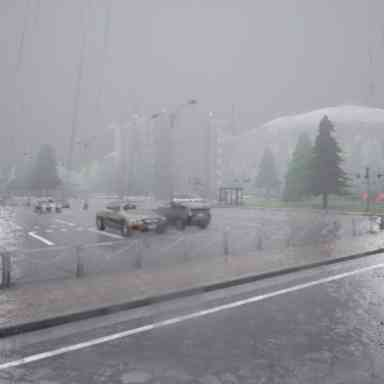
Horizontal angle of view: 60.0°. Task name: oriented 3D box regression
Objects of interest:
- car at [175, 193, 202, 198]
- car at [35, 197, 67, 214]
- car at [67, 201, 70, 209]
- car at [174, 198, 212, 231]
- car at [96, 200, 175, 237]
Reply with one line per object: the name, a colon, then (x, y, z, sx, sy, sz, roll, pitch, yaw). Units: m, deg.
car: (-0.206, 1.167, 42.297, 2.150, 2.045, 5.566, 0, 0, -36)
car: (-14.104, 1.366, 32.631, 1.970, 1.475, 3.806, 0, 0, -36)
car: (-16.033, 1.349, 40.392, 1.845, 1.501, 3.633, 0, 0, -36)
car: (-0.782, 1.317, 19.292, 2.007, 1.523, 4.514, 0, 0, -36)
car: (-3.294, 1.314, 17.413, 2.152, 1.636, 5.027, 0, 0, -36)
